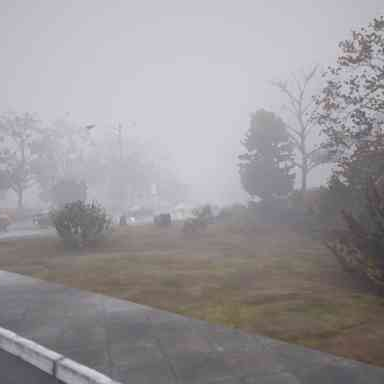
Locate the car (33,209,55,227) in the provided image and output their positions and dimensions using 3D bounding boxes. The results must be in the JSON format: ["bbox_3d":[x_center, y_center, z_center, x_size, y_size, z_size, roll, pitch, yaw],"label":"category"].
[{"bbox_3d":[-10.963,2.162,28.356,1.837,1.490,4.892,-3,-2,33],"label":"car"}]

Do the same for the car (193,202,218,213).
[{"bbox_3d":[2.554,2.284,49.762,1.837,1.490,4.892,-3,-2,32],"label":"car"}]

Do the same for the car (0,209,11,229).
[{"bbox_3d":[-16.886,2.161,26.052,2.097,1.767,4.553,-3,-2,33],"label":"car"}]

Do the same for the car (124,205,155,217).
[{"bbox_3d":[-6.604,2.391,42.069,1.812,1.442,4.674,-3,-2,32],"label":"car"}]

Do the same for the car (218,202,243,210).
[{"bbox_3d":[6.386,2.187,49.287,2.033,1.411,5.357,-3,-2,32],"label":"car"}]

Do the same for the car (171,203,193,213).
[{"bbox_3d":[-1.310,2.453,50.485,1.812,1.442,4.674,-3,-2,33],"label":"car"}]
